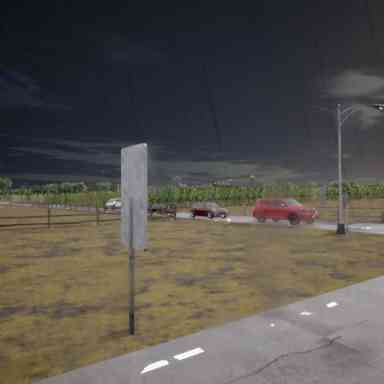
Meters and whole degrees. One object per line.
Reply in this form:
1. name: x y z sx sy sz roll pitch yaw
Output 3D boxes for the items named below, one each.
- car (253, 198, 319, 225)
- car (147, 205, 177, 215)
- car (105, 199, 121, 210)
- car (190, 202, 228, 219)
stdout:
1. car: 7.416 1.515 26.968 2.150 2.045 5.566 0 -1 -36
2. car: -3.848 2.266 42.595 1.895 1.301 4.718 0 -1 -36
3. car: -14.589 2.312 62.498 2.150 2.045 5.566 0 -2 -36
4. car: 1.743 1.831 34.840 2.097 1.767 4.553 0 -1 -36
